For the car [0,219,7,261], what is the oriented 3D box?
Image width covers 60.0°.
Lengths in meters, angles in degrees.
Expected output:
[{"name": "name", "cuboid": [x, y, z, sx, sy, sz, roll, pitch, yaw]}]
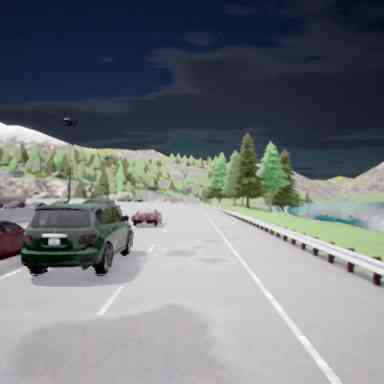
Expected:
[{"name": "car", "cuboid": [-6.970, 1.638, 11.342, 1.882, 1.535, 5.008, 0, -1, 0]}]

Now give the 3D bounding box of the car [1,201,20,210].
[{"name": "car", "cuboid": [-28.591, 2.262, 54.190, 1.837, 1.490, 4.892, 0, -1, -4]}]

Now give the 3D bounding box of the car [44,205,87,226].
[{"name": "car", "cuboid": [-10.460, 1.918, 27.959, 1.812, 1.442, 4.674, 0, -1, 1]}]

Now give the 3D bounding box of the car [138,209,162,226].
[{"name": "car", "cuboid": [-3.471, 1.975, 26.644, 1.895, 1.301, 4.718, 0, -1, 0]}]

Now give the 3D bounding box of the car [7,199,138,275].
[{"name": "car", "cuboid": [-3.472, 1.380, 11.123, 2.150, 2.045, 5.566, 0, -1, 0]}]

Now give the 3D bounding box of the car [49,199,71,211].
[{"name": "car", "cuboid": [-21.666, 2.119, 54.825, 2.097, 1.767, 4.553, 0, -1, -4]}]
